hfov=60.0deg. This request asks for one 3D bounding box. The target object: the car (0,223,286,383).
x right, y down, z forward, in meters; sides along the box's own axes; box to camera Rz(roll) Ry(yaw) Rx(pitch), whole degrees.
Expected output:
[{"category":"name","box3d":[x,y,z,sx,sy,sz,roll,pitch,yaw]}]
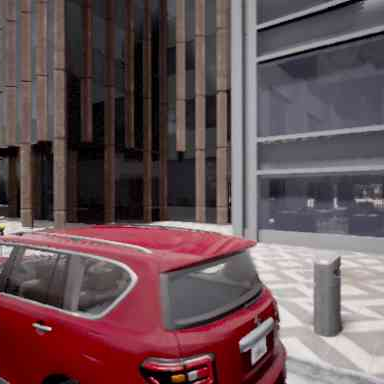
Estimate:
[{"category":"car","box3d":[-1.424,1.315,3.982,5.009,1.841,2.192,0,0,35]}]
